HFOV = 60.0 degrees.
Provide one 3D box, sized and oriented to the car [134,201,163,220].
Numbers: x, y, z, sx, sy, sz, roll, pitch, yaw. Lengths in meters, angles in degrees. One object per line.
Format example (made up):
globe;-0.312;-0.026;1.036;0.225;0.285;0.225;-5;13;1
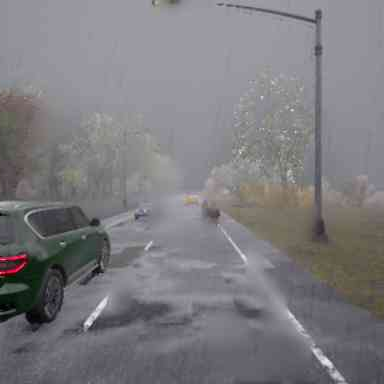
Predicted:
car;-3.415;1.420;26.805;2.033;1.411;5.357;0;0;0

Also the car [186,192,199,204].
car;0.071;1.218;55.134;1.882;1.535;5.008;0;0;0

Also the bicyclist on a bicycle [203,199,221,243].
bicyclist on a bicycle;0.960;1.301;14.579;0.659;1.776;1.843;0;0;0

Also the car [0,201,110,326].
car;-3.406;1.187;7.176;2.150;2.045;5.566;0;0;0
